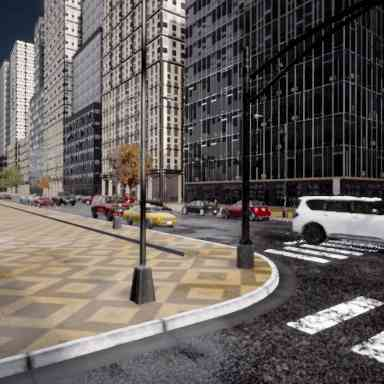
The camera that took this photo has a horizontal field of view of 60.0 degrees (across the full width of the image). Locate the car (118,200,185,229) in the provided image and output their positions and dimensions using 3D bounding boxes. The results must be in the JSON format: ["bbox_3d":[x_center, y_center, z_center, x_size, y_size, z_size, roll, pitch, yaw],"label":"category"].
[{"bbox_3d":[-2.708,1.416,20.856,1.752,1.417,4.829,1,0,-36],"label":"car"}]

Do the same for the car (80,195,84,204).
[{"bbox_3d":[-16.211,1.249,53.429,1.887,1.381,4.507,1,0,-36],"label":"car"}]

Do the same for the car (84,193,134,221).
[{"bbox_3d":[-6.159,1.171,25.576,2.192,1.841,5.009,1,0,-36],"label":"car"}]

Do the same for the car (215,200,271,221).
[{"bbox_3d":[4.139,1.362,26.129,1.967,1.590,4.097,1,0,-36],"label":"car"}]

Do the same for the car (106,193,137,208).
[{"bbox_3d":[-9.461,1.096,44.304,2.192,1.841,5.009,1,0,-36],"label":"car"}]

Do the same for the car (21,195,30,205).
[{"bbox_3d":[-22.953,1.224,48.451,2.008,1.369,4.403,1,0,-36],"label":"car"}]

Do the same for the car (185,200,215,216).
[{"bbox_3d":[0.737,1.439,30.676,2.008,1.369,4.403,1,0,-36],"label":"car"}]

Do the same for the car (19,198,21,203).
[{"bbox_3d":[-26.327,1.184,53.014,2.008,1.369,4.403,1,0,-36],"label":"car"}]

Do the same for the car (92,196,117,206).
[{"bbox_3d":[-12.939,1.267,49.003,1.752,1.417,4.829,1,0,-36],"label":"car"}]

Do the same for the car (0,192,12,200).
[{"bbox_3d":[-39.826,1.005,71.268,1.887,1.381,4.507,1,0,-36],"label":"car"}]

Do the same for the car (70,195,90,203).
[{"bbox_3d":[-19.585,1.215,57.991,2.008,1.369,4.403,1,0,-36],"label":"car"}]

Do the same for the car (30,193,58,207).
[{"bbox_3d":[-19.579,1.257,43.888,1.887,1.381,4.507,1,0,-36],"label":"car"}]

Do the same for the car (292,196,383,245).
[{"bbox_3d":[6.872,1.189,13.508,5.566,2.045,2.150,0,0,44],"label":"car"}]

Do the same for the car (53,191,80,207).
[{"bbox_3d":[-17.878,0.943,46.082,2.150,2.045,5.566,0,0,-36],"label":"car"}]

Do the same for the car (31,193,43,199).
[{"bbox_3d":[-39.830,0.965,85.369,1.947,1.339,4.313,1,0,-36],"label":"car"}]

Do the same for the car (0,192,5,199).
[{"bbox_3d":[-46.574,0.808,80.396,1.967,1.590,4.097,1,0,-36],"label":"car"}]

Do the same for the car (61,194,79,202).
[{"bbox_3d":[-23.061,1.148,62.692,1.752,1.417,4.829,1,0,-36],"label":"car"}]
